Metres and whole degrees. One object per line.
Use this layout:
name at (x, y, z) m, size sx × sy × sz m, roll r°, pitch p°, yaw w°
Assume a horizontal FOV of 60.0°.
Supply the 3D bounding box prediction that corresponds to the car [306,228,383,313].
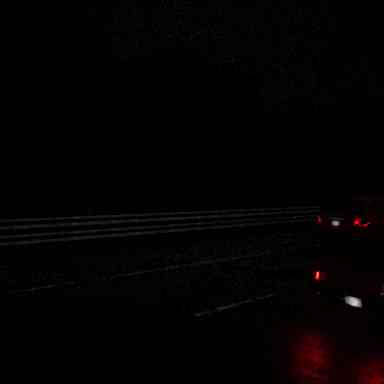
car at (4.600, 1.605, 7.028) m, size 4.718 × 1.301 × 1.895 m, roll 0°, pitch 0°, yaw -35°

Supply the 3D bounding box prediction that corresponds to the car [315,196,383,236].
car at (7.194, 1.200, 13.191) m, size 5.566 × 2.045 × 2.150 m, roll 1°, pitch 0°, yaw -36°
